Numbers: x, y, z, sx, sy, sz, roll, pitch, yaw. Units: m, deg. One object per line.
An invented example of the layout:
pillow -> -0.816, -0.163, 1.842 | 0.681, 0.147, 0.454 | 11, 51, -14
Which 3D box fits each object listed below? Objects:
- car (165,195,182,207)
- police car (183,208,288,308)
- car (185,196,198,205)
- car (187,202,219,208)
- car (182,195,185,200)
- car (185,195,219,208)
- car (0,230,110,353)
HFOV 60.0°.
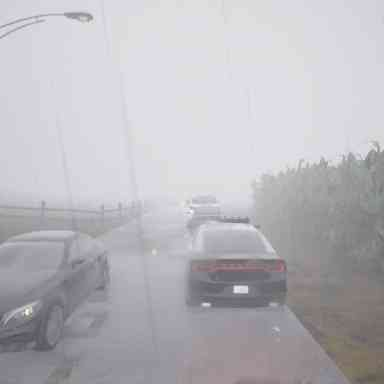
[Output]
car -> -2.903, 1.505, 49.163 | 1.994, 1.385, 4.181 | 0, 0, 0
police car -> 0.814, 1.420, 8.131 | 1.930, 1.638, 5.238 | 0, 0, 0
car -> -0.070, 1.451, 59.821 | 2.128, 1.511, 4.902 | 0, 0, 0
car -> 0.803, 1.489, 18.021 | 1.837, 1.490, 4.892 | 0, 0, 0
car -> -0.014, 1.419, 46.376 | 1.882, 1.535, 5.008 | 0, 0, 1
car -> 0.794, 1.197, 24.050 | 2.150, 2.045, 5.566 | 0, 0, 0
car -> -2.860, 1.522, 6.311 | 1.812, 1.442, 4.674 | 0, 0, 0
